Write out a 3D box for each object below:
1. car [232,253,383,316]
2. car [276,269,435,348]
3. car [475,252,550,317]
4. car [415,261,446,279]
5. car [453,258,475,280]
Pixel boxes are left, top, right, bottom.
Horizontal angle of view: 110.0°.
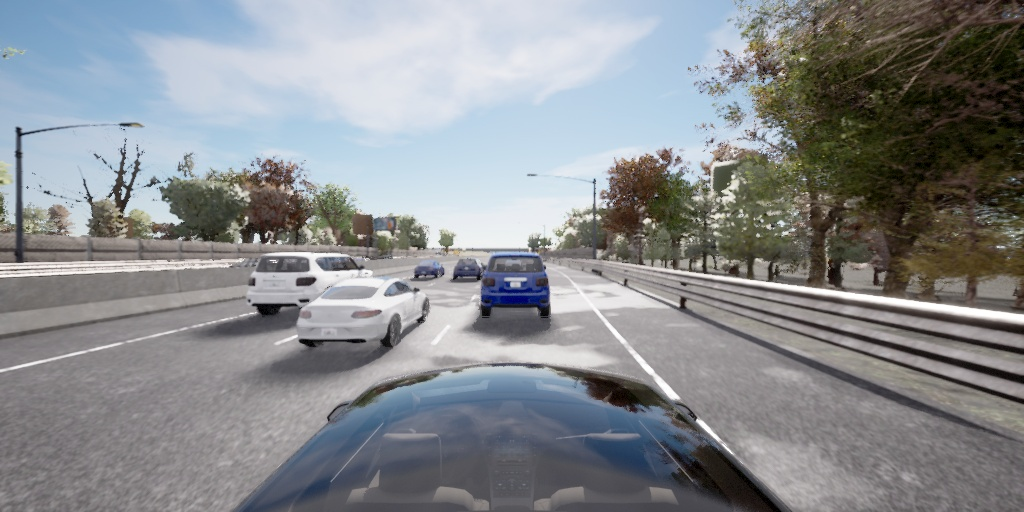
[{"bbox_3d":[-6.905,0.899,13.103,2.150,2.045,5.566,0,0,0],"label":"car"},{"bbox_3d":[-3.418,1.229,8.978,1.812,1.442,4.674,0,1,0],"label":"car"},{"bbox_3d":[0.089,0.900,12.916,2.150,2.045,5.566,0,0,0],"label":"car"},{"bbox_3d":[-6.906,1.100,30.334,1.812,1.442,4.674,0,0,0],"label":"car"},{"bbox_3d":[-3.408,0.934,29.069,2.097,1.767,4.553,0,0,0],"label":"car"}]
